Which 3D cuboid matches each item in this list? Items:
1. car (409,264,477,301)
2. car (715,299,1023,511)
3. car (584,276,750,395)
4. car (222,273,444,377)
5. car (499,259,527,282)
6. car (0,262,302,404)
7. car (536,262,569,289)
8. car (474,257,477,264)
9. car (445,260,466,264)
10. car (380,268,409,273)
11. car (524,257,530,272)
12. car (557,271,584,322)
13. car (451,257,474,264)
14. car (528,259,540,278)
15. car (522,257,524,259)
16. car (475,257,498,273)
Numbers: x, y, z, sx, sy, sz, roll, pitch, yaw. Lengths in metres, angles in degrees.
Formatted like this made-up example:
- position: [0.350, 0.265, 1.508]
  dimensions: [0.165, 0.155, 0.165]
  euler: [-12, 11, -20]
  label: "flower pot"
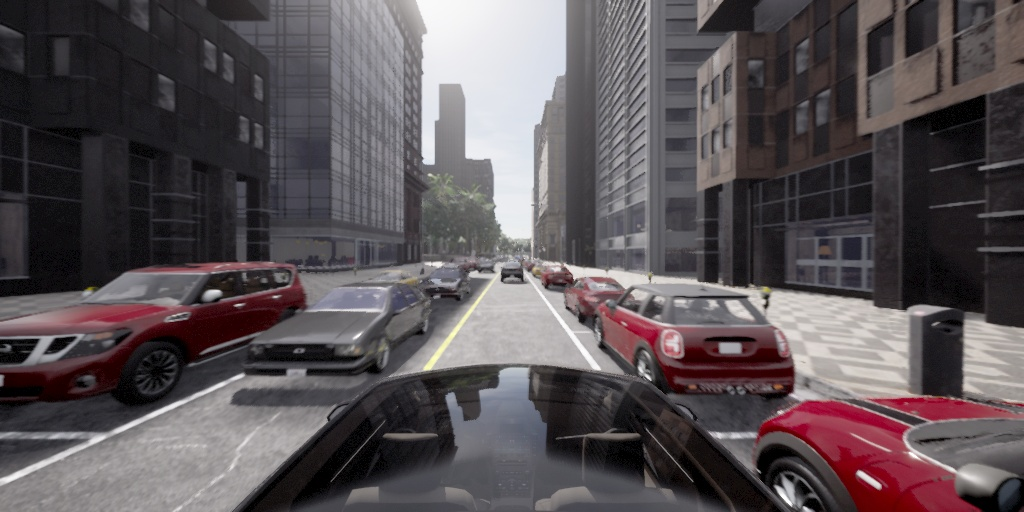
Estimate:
- position: [-3.087, 1.280, 17.362]
  dimensions: [2.033, 1.411, 5.357]
  euler: [0, 0, 0]
  label: "car"
- position: [2.761, 1.191, 1.052]
  dimensions: [1.967, 1.591, 4.097]
  euler: [0, 0, 0]
  label: "car"
- position: [2.764, 1.185, 6.477]
  dimensions: [1.967, 1.591, 4.097]
  euler: [0, 0, 0]
  label: "car"
- position: [-3.091, 1.290, 7.806]
  dimensions: [2.033, 1.411, 5.357]
  euler: [0, 0, 0]
  label: "car"
- position: [0.029, 1.231, 29.052]
  dimensions: [1.837, 1.490, 4.892]
  euler: [0, 0, 0]
  label: "car"
- position: [-5.762, 1.058, 6.485]
  dimensions: [2.192, 1.841, 5.009]
  euler: [0, 0, 0]
  label: "car"
- position: [2.771, 1.275, 22.751]
  dimensions: [1.888, 1.381, 4.507]
  euler: [0, 0, 0]
  label: "car"
- position: [-5.740, 1.029, 49.892]
  dimensions: [2.192, 1.841, 5.009]
  euler: [0, 0, 0]
  label: "car"
- position: [-5.748, 1.303, 33.615]
  dimensions: [1.802, 1.307, 4.207]
  euler: [0, 0, 0]
  label: "car"
- position: [-5.756, 1.258, 17.166]
  dimensions: [1.751, 1.417, 4.829]
  euler: [0, 0, 0]
  label: "car"
- position: [2.782, 1.158, 44.451]
  dimensions: [1.967, 1.591, 4.097]
  euler: [0, 0, 0]
  label: "car"
- position: [2.766, 1.322, 11.901]
  dimensions: [1.802, 1.307, 4.207]
  euler: [0, 0, 0]
  label: "car"
- position: [-5.745, 1.033, 39.040]
  dimensions: [2.192, 1.841, 5.009]
  euler: [0, 0, 0]
  label: "car"
- position: [2.777, 1.248, 33.771]
  dimensions: [1.751, 1.417, 4.829]
  euler: [0, 0, 0]
  label: "car"
- position: [2.785, 1.156, 49.876]
  dimensions: [1.967, 1.591, 4.097]
  euler: [0, 0, 0]
  label: "car"
- position: [-2.988, 1.228, 42.677]
  dimensions: [1.837, 1.490, 4.892]
  euler: [0, 0, 0]
  label: "car"
